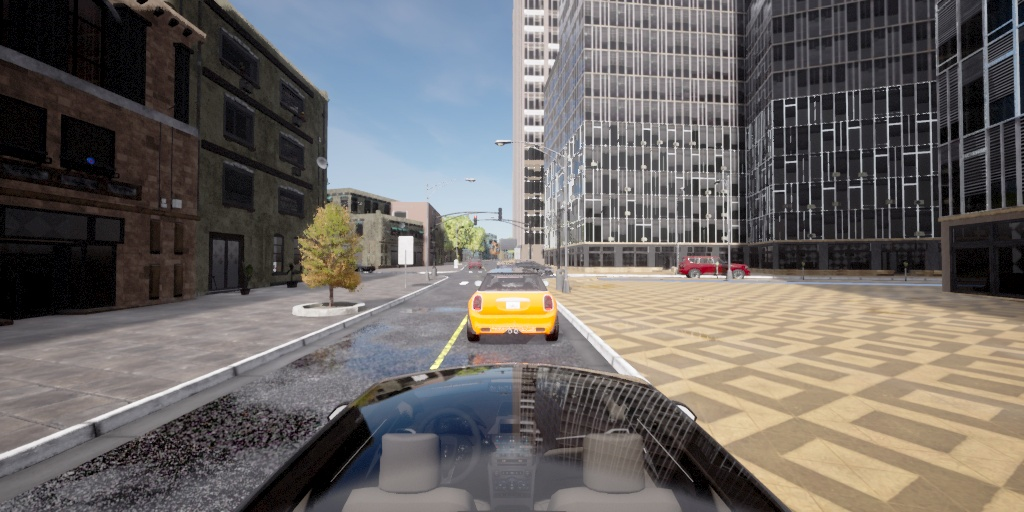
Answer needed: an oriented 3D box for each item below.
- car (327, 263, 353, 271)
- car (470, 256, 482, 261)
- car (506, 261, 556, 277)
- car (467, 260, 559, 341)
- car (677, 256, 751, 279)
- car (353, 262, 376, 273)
[{"bbox_3d":[-20.590,1.317,40.141,4.313,1.339,1.948,0,0,18],"label":"car"},{"bbox_3d":[-5.482,1.240,53.354,1.882,1.535,5.008,0,1,-6],"label":"car"},{"bbox_3d":[1.861,1.262,35.574,4.674,1.442,1.812,-1,0,28],"label":"car"},{"bbox_3d":[0.003,1.105,10.002,2.097,1.767,4.553,0,0,0],"label":"car"},{"bbox_3d":[15.742,0.939,28.258,5.009,1.841,2.192,0,0,18],"label":"car"},{"bbox_3d":[-18.415,1.389,42.039,4.718,1.301,1.895,0,-1,18],"label":"car"}]
